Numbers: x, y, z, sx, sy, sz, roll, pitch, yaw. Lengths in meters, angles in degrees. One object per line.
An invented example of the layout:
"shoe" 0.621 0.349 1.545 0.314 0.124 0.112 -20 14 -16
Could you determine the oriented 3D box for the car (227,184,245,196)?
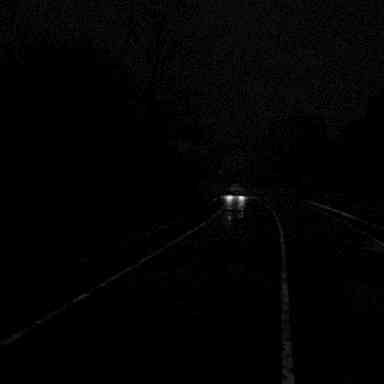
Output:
"car" 5.691 -0.300 43.587 1.812 1.442 4.674 1 2 1
